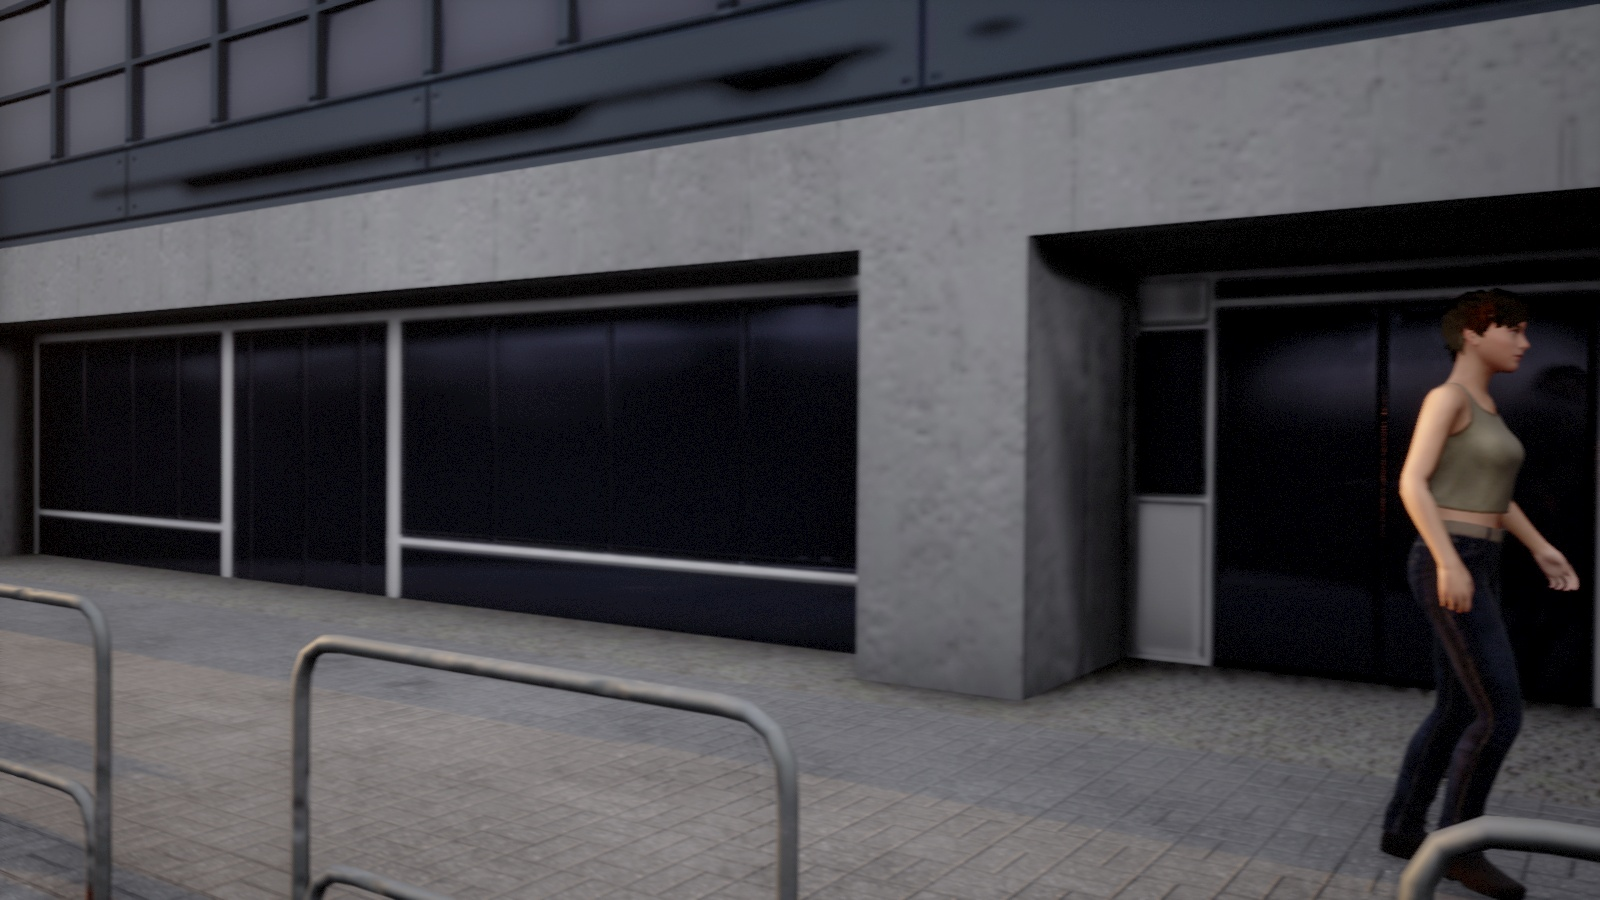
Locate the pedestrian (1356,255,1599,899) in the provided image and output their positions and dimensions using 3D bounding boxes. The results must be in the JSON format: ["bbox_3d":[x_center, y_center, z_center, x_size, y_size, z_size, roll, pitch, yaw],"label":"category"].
[{"bbox_3d":[2.081,0.370,3.857,0.594,1.836,0.345,0,1,44],"label":"pedestrian"}]

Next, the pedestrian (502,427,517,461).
[{"bbox_3d":[-15.939,-0.355,68.912,0.376,1.854,0.720,0,1,33],"label":"pedestrian"}]
